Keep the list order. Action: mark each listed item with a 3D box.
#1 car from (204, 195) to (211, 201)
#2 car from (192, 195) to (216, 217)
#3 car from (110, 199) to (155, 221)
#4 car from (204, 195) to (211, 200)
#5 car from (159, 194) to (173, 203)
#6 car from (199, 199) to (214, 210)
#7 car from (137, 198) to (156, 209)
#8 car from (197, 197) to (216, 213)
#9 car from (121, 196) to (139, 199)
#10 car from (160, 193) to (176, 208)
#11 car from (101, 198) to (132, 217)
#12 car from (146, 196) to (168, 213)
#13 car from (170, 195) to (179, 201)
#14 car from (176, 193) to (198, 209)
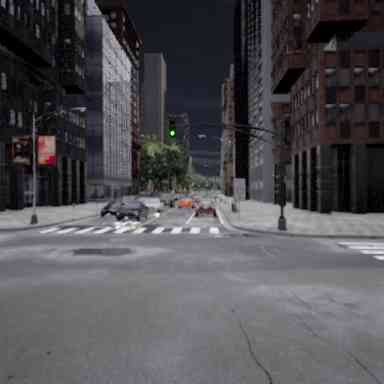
[{"bbox_3d":[3.996,1.544,85.166,1.887,1.381,4.507,-1,0,3],"label":"car"},{"bbox_3d":[1.290,1.396,30.984,1.967,1.590,4.097,-1,0,3],"label":"car"},{"bbox_3d":[-4.754,1.544,27.401,2.033,1.411,5.357,0,0,3],"label":"car"},{"bbox_3d":[4.267,1.558,90.584,2.008,1.369,4.403,-1,0,3],"label":"car"},{"bbox_3d":[-5.331,1.356,69.347,2.192,1.841,5.009,-1,0,3],"label":"car"},{"bbox_3d":[1.833,1.542,41.820,1.802,1.307,4.206,-1,0,3],"label":"car"},{"bbox_3d":[-6.420,1.549,47.499,1.752,1.417,4.829,-1,0,3],"label":"car"},{"bbox_3d":[1.561,1.398,36.402,1.967,1.590,4.097,-1,0,3],"label":"car"},{"bbox_3d":[-6.955,1.334,36.831,2.192,1.841,5.009,-1,0,3],"label":"car"},{"bbox_3d":[-3.703,1.227,48.244,2.150,2.045,5.566,0,0,3],"label":"car"},{"bbox_3d":[-7.223,1.583,31.411,1.947,1.339,4.313,-1,0,3],"label":"car"},{"bbox_3d":[-4.243,1.526,37.615,1.812,1.442,4.674,0,0,3],"label":"car"},{"bbox_3d":[-4.517,1.605,85.604,1.887,1.381,4.507,-1,0,3],"label":"car"},{"bbox_3d":[-0.619,1.333,46.144,2.097,1.767,4.553,0,0,3],"label":"car"}]
